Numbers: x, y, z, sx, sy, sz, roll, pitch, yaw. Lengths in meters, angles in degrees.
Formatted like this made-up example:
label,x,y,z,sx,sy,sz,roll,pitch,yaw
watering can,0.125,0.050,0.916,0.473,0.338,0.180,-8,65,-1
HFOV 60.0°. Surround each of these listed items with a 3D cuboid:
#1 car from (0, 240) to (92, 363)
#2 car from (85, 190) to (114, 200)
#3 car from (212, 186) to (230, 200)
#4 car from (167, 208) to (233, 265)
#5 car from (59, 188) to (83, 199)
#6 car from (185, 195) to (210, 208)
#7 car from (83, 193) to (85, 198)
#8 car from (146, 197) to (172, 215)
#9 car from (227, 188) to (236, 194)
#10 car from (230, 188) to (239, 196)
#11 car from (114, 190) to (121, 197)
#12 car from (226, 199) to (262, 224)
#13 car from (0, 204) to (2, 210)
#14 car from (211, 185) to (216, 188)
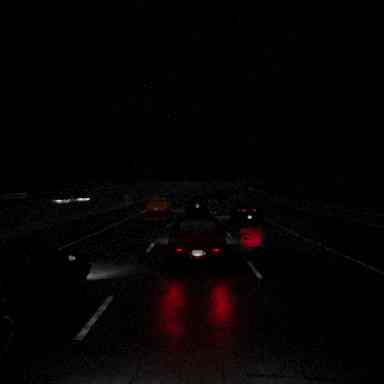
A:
label,x,y,z,sx,sy,sz,roll,pitch,yaw
car,-3.373,1.546,5.702,2.033,1.411,5.357,0,0,0
car,-13.087,0.837,47.336,1.882,1.535,5.008,0,1,3
car,4.949,0.413,57.332,2.097,1.767,4.553,0,2,3
car,0.178,1.510,11.511,1.812,1.442,4.674,0,0,1
car,-22.298,0.294,60.705,2.150,2.045,5.566,0,2,0
car,0.494,1.133,28.925,2.097,1.767,4.553,0,1,1
car,-19.300,0.503,63.206,1.994,1.385,4.181,0,2,3
car,-2.966,1.228,30.577,1.882,1.535,5.008,0,1,1
car,9.595,-0.296,81.112,1.812,1.442,4.674,0,2,3
car,8.981,0.059,71.077,1.837,1.490,4.892,0,2,4
car,-15.619,0.349,66.880,1.994,1.385,4.181,0,2,3
car,3.758,1.327,23.703,1.837,1.490,4.892,0,1,1
car,-17.268,1.318,26.481,2.128,1.511,4.902,0,1,1
car,6.281,-0.427,85.074,1.882,1.535,5.008,0,2,3
